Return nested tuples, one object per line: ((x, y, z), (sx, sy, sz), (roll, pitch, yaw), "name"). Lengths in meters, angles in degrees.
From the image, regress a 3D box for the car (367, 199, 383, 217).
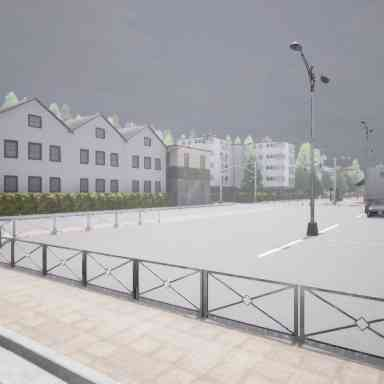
((15.406, 1.298, 26.817), (2.007, 1.523, 4.514), (0, 0, 35), "car")
